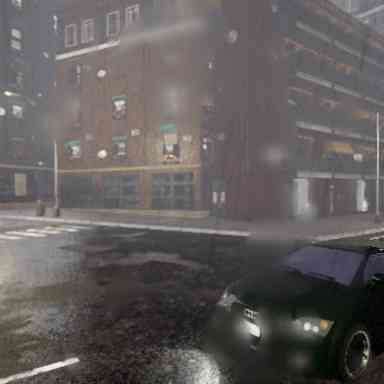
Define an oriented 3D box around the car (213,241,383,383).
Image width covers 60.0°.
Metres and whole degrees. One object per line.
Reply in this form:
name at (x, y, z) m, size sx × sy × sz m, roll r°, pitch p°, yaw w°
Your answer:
car at (2.372, 1.562, 5.436) m, size 4.181 × 1.385 × 1.994 m, roll 0°, pitch 0°, yaw -36°
